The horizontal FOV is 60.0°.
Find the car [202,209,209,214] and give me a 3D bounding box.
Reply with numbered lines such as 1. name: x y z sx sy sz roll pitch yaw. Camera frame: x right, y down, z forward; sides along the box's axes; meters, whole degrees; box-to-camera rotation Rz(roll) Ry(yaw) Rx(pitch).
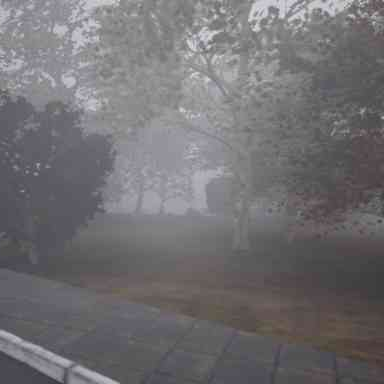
1. car: 3.944 3.077 54.441 4.718 1.301 1.895 5 -1 -41

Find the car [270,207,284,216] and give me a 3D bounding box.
1. car: 16.258 3.683 61.060 5.008 1.535 1.882 3 -1 -41

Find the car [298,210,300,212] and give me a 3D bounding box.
1. car: 23.370 3.947 82.335 5.566 2.045 2.435 3 0 -41

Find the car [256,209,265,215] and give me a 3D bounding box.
1. car: 11.712 3.541 61.304 4.181 1.385 1.994 3 -1 -41

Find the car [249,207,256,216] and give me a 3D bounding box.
1. car: 7.549 3.284 53.392 4.718 1.301 1.895 4 -1 -41
